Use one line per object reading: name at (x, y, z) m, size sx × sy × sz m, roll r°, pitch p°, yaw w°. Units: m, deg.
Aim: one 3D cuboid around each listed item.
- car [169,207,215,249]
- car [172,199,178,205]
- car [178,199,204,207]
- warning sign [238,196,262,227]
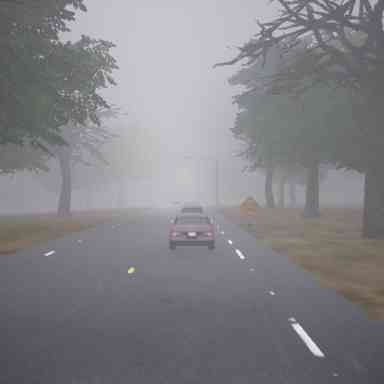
car at (0.000, 1.602, 14.655) m, size 2.033 × 1.411 × 5.357 m, roll 0°, pitch 0°, yaw 0°
car at (-3.499, 2.368, 76.512) m, size 1.895 × 1.301 × 4.718 m, roll 0°, pitch -1°, yaw 0°
car at (0.000, 1.649, 29.660) m, size 1.882 × 1.535 × 5.008 m, roll 0°, pitch -1°, yaw 0°
warning sign at (3.565, 1.191, 20.555) m, size 1.300 × 1.860 × 1.060 m, roll 1°, pitch 0°, yaw 0°
